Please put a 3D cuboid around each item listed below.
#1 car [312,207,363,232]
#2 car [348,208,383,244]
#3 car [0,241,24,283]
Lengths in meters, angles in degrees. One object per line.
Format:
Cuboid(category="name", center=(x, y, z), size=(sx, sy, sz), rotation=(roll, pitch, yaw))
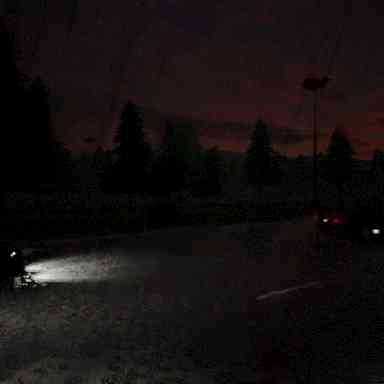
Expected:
Cuboid(category="car", center=(8.991, 1.526, 18.760), size=(5.357, 1.411, 2.033), rotation=(0, 0, -36))
Cuboid(category="car", center=(8.990, 1.546, 14.460), size=(4.181, 1.385, 1.994), rotation=(0, 0, -36))
Cuboid(category="car", center=(-6.313, 1.564, 7.841), size=(4.181, 1.385, 1.994), rotation=(0, 0, -36))
